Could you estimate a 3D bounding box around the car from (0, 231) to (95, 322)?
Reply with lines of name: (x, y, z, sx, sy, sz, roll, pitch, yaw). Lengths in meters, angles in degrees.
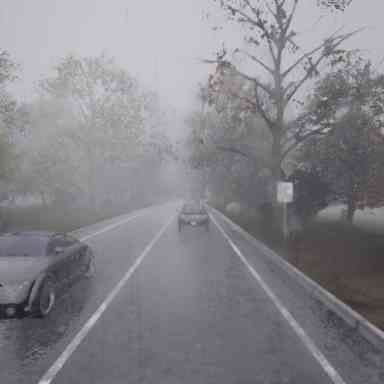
car: (-3.597, 1.584, 7.269, 1.994, 1.385, 4.181, 0, 0, 0)

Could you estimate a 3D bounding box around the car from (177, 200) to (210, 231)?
car: (0.095, 1.520, 20.763, 2.128, 1.511, 4.902, 0, 0, 0)
